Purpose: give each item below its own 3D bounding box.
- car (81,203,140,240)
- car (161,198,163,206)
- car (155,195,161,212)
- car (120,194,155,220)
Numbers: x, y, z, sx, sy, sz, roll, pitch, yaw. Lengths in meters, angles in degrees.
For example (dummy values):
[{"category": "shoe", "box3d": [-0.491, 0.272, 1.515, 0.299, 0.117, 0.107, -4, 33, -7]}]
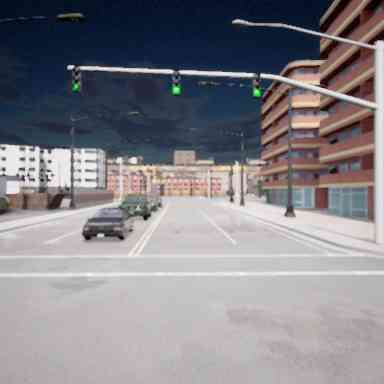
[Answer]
[{"category": "car", "box3d": [-4.115, 1.507, 17.139, 2.033, 1.411, 5.357, 0, 0, -3]}, {"category": "car", "box3d": [-5.316, 1.237, 47.305, 2.097, 1.767, 4.553, 0, 0, -2]}, {"category": "car", "box3d": [-4.916, 1.262, 37.103, 2.097, 1.767, 4.553, 0, 0, -2]}, {"category": "car", "box3d": [-4.542, 1.156, 27.316, 2.150, 2.045, 5.566, 0, 0, -2]}]
